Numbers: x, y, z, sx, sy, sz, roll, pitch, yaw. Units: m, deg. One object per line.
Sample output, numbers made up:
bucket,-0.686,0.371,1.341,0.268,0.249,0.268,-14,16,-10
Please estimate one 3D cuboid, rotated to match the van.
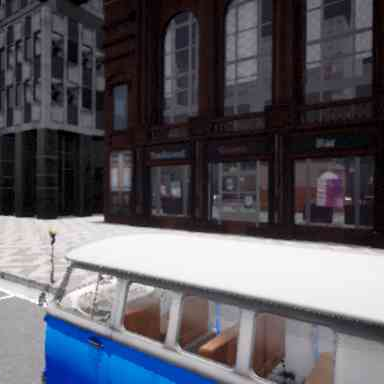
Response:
van,0.435,1.336,2.648,3.998,1.788,1.690,0,0,36
